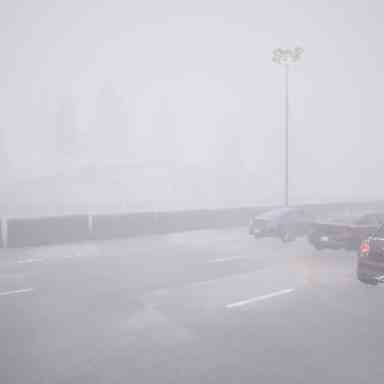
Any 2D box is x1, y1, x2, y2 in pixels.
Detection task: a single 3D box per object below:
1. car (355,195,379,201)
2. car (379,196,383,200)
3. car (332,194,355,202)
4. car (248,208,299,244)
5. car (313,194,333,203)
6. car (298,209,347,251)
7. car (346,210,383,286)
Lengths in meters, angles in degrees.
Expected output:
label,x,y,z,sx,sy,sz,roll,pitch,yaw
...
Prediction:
label,x,y,z,sx,sy,sz,roll,pitch,yaw
car,26.106,1.065,48.303,4.181,1.385,1.994,-1,1,-35
car,28.173,0.853,45.480,4.553,1.767,2.097,-1,1,-35
car,24.058,1.064,51.135,4.181,1.385,1.994,-1,1,-35
car,4.691,1.488,15.708,4.674,1.442,1.812,0,0,-35
car,21.991,1.048,53.941,5.357,1.411,2.033,-1,1,-35
car,6.535,1.443,12.723,5.008,1.535,1.882,0,0,-35
car,6.090,1.336,8.133,4.553,1.767,2.097,-1,0,-35
